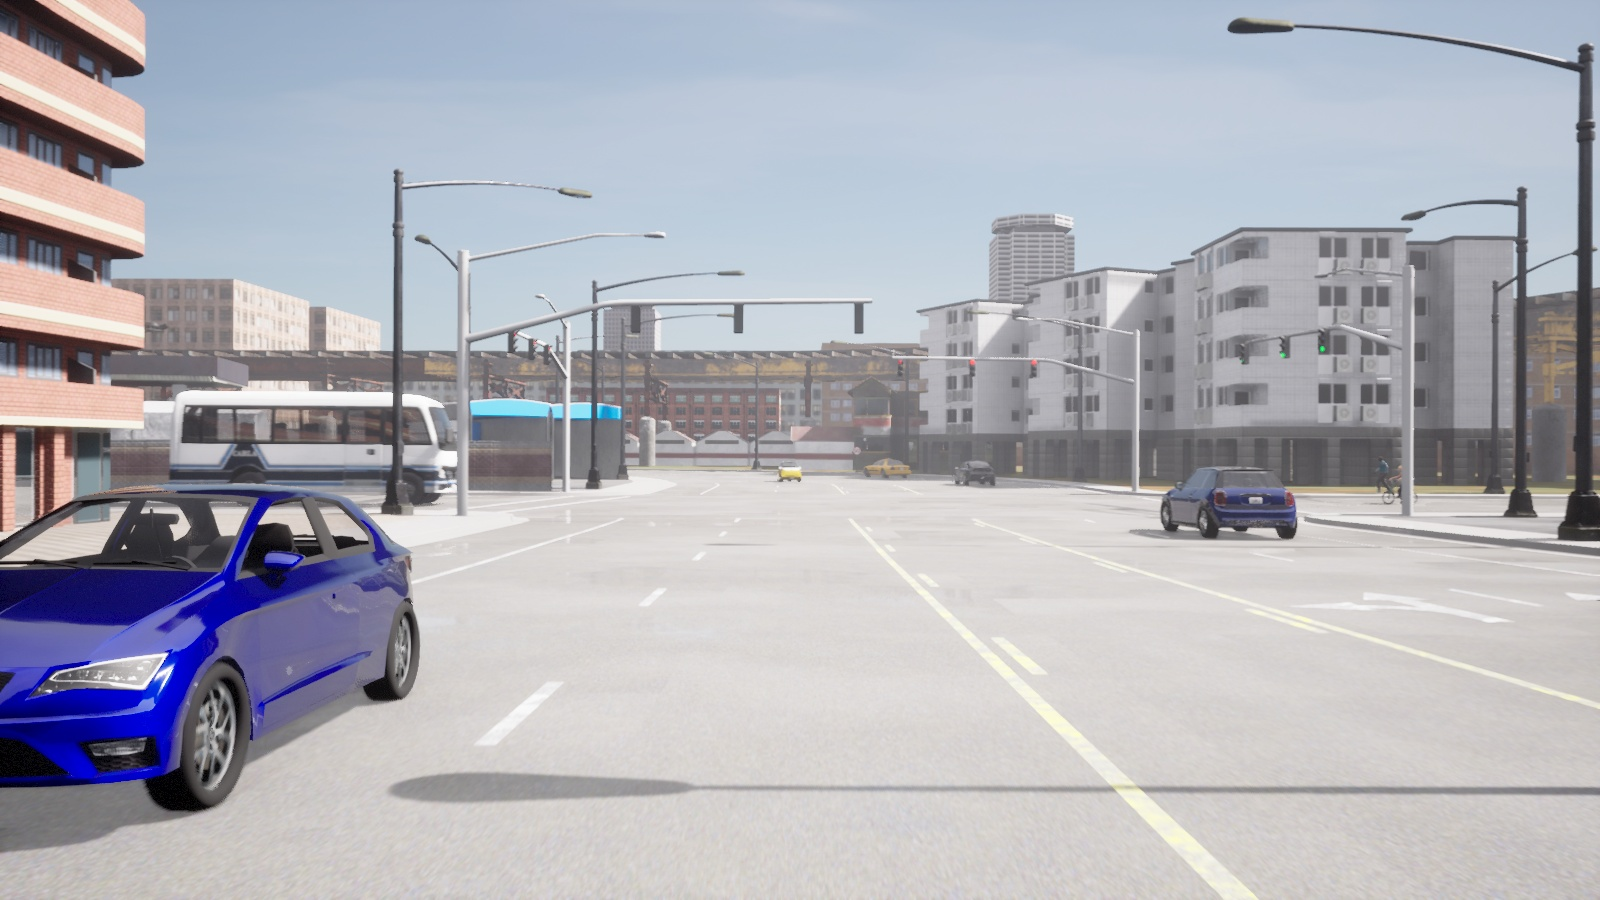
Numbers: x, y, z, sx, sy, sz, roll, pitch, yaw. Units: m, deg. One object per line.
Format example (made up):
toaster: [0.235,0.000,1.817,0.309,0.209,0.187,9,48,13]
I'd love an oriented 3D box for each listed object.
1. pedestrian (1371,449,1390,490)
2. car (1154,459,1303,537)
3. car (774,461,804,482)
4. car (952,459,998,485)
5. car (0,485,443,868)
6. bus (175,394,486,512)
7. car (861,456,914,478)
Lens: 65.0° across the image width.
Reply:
pedestrian: [27.554,0.932,59.589,0.692,1.930,0.396,0,0,4]
car: [10.426,1.113,30.935,2.097,1.767,4.553,0,0,0]
car: [-0.743,1.417,82.482,1.481,1.376,2.207,0,0,-14]
car: [10.723,1.331,77.413,1.837,1.490,4.892,0,0,-4]
car: [-3.517,0.960,7.095,1.816,1.474,4.193,0,-1,0]
bus: [-17.398,0.094,47.307,10.273,4.253,3.944,0,0,-3]
car: [6.499,1.263,94.077,1.801,1.575,5.366,0,0,-22]
